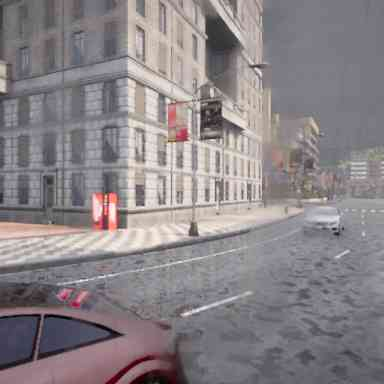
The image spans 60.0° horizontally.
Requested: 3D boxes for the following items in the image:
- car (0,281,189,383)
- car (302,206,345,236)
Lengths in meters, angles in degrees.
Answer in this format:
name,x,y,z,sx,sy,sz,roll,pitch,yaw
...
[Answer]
name,x,y,z,sx,sy,sz,roll,pitch,yaw
car,-2.076,1.564,2.715,4.181,1.385,1.994,0,0,-37
car,7.643,1.561,19.095,1.812,1.442,4.674,0,0,29
